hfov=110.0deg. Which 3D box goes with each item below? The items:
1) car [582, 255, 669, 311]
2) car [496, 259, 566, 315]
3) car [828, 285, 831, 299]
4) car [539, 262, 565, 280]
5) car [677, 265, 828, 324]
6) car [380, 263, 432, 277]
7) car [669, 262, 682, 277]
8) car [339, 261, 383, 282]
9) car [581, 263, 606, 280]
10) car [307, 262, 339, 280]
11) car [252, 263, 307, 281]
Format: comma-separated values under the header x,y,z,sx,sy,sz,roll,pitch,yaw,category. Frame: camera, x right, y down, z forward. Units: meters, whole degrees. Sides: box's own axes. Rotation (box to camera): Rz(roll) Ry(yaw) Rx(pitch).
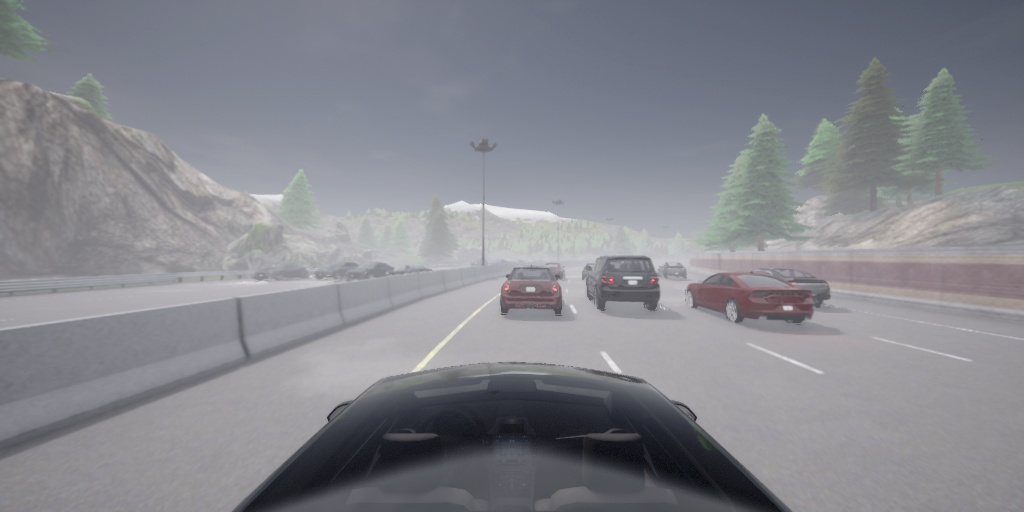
x,y,z,sx,sy,sz,roll,pitch,yaw,category
4.373,0.992,14.862,2.150,2.045,5.566,0,0,6,car
0.796,1.111,13.806,2.097,1.767,4.553,0,0,5,car
11.548,1.283,15.903,2.128,1.511,4.902,0,0,6,car
3.682,1.303,32.112,1.812,1.442,4.674,0,0,12,car
7.651,1.256,12.165,1.882,1.535,5.008,0,0,4,car
-8.040,1.341,28.216,1.895,1.301,4.718,0,0,11,car
14.732,1.303,33.155,2.128,1.511,4.902,0,0,14,car
-11.399,1.208,29.123,1.882,1.535,5.008,0,0,11,car
7.356,1.352,32.383,1.994,1.385,4.181,0,0,13,car
-14.665,1.226,30.628,1.837,1.490,4.892,0,0,11,car
-18.536,1.273,28.936,1.994,1.385,4.181,0,0,10,car
